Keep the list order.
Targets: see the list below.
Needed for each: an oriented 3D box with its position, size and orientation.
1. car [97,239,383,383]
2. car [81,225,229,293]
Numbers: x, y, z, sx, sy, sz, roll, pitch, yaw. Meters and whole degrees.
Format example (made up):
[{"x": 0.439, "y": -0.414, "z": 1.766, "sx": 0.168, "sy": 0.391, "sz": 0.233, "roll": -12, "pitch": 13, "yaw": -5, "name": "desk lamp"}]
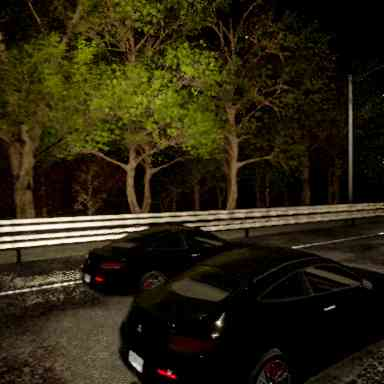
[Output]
[{"x": 1.303, "y": 1.516, "z": 4.692, "sx": 4.674, "sy": 1.442, "sz": 1.812, "roll": 0, "pitch": 0, "yaw": -36, "name": "car"}, {"x": -0.207, "y": 1.515, "z": 7.917, "sx": 4.674, "sy": 1.442, "sz": 1.812, "roll": 0, "pitch": 0, "yaw": -36, "name": "car"}]
